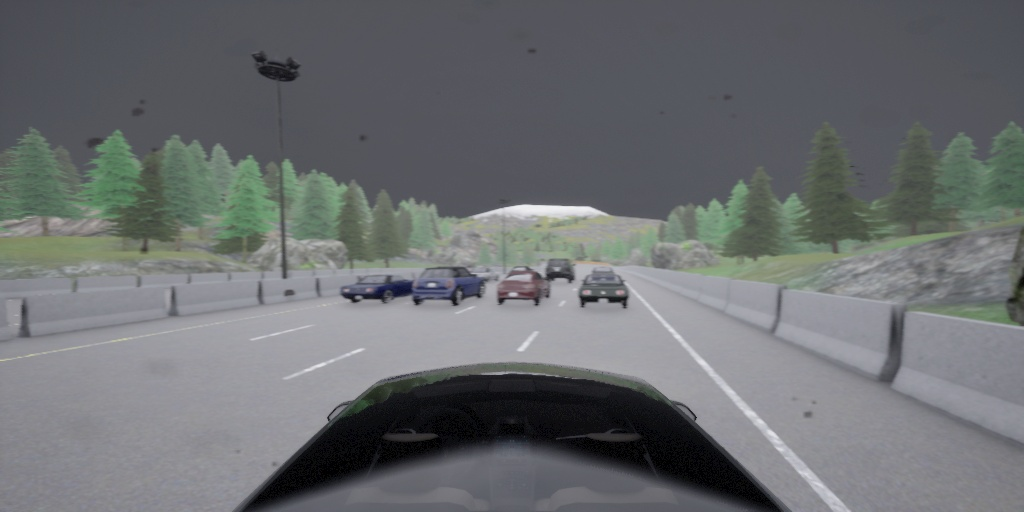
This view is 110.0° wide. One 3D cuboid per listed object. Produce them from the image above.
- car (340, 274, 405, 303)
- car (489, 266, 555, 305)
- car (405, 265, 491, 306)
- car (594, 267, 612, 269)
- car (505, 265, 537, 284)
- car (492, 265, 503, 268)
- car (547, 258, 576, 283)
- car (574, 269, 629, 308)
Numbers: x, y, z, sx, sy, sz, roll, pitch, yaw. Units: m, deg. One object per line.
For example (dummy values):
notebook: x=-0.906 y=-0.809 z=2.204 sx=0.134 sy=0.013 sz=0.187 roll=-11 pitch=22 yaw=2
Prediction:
car: x=-6.240 y=1.570 z=18.051 sx=1.895 sy=1.301 sz=4.718 roll=-1 pitch=-1 yaw=14
car: x=0.619 y=1.386 z=16.613 sx=1.812 sy=1.442 sz=4.674 roll=-1 pitch=-1 yaw=14
car: x=-2.855 y=1.263 z=17.175 sx=2.097 sy=1.767 sz=4.553 roll=-1 pitch=-1 yaw=14
car: x=7.615 y=1.557 z=30.038 sx=1.895 sy=1.301 sz=4.718 roll=-1 pitch=-1 yaw=14
car: x=0.906 y=1.596 z=32.042 sx=1.812 sy=1.442 sz=4.674 roll=-1 pitch=-1 yaw=15
car: x=-2.564 y=1.723 z=32.608 sx=1.895 sy=1.301 sz=4.718 roll=-1 pitch=-1 yaw=14
car: x=4.202 y=1.227 z=30.846 sx=2.150 sy=2.045 sz=5.566 roll=-1 pitch=-1 yaw=14
car: x=3.940 y=1.403 z=15.482 sx=1.895 sy=1.301 sz=4.718 roll=-1 pitch=-1 yaw=14
